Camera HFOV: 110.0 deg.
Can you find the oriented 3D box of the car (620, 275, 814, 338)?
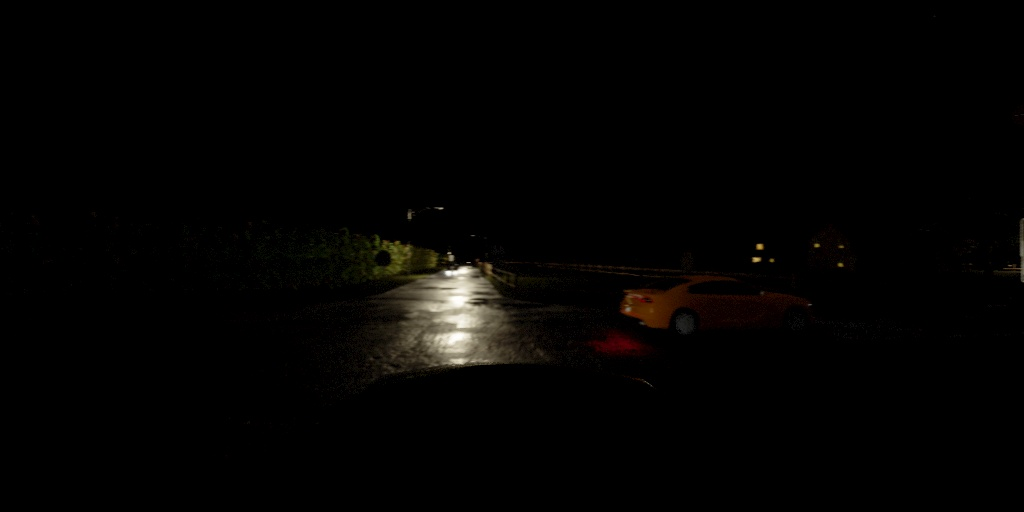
[{"bbox_3d":[5.550,1.281,9.877,5.008,1.535,1.882,0,-1,-7],"label":"car"}]

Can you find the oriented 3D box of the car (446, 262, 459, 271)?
[{"bbox_3d":[-9.926,1.755,60.250,2.128,1.511,4.902,1,-1,-7],"label":"car"}]
